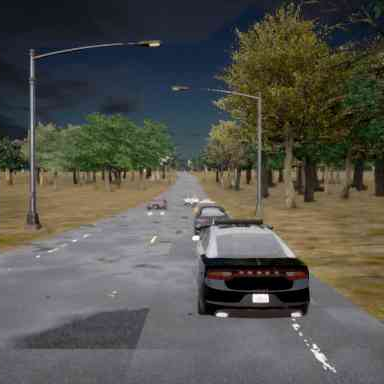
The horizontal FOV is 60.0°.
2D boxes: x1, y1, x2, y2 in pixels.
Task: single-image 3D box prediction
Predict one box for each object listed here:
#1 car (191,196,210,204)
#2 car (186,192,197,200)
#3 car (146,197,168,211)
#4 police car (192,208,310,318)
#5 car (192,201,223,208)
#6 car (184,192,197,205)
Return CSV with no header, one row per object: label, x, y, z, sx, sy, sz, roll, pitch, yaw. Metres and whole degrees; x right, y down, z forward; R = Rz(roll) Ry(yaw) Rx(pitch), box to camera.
car,1.020,1.306,23.732,1.801,1.575,5.366,0,1,0
car,-0.080,0.684,58.234,1.895,1.301,4.718,0,2,0
car,-3.646,1.265,35.546,1.994,1.385,4.181,0,1,0
police car,1.043,1.408,7.654,1.930,1.638,5.238,0,0,0
car,1.029,1.440,17.544,1.812,1.442,4.674,0,1,0
car,-0.040,1.097,45.132,1.895,1.301,4.718,0,1,0
